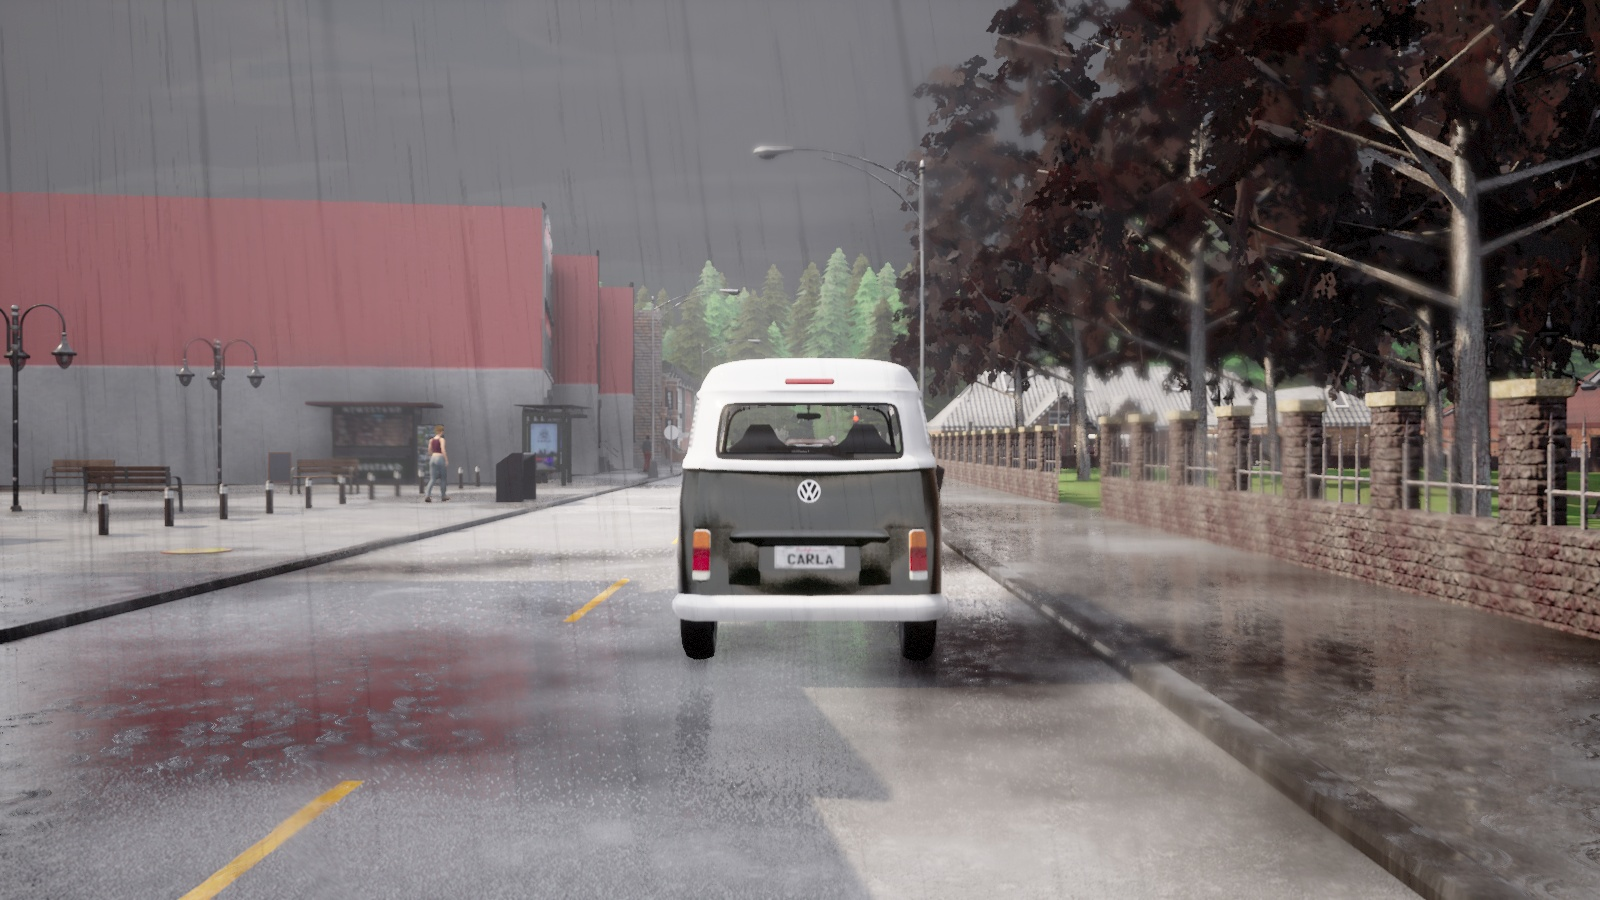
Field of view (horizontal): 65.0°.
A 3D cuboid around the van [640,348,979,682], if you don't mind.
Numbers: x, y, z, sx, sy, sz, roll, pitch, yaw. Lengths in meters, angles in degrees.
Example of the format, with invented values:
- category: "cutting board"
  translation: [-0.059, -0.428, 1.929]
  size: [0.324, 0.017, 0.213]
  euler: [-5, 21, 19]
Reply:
- category: "van"
  translation: [0.072, 0.416, 9.912]
  size: [2.069, 2.038, 4.480]
  euler: [0, -1, 0]

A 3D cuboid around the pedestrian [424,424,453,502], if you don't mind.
- category: "pedestrian"
  translation: [-8.584, 0.306, 29.810]
  size: [0.345, 1.836, 0.594]
  euler: [0, 0, 24]

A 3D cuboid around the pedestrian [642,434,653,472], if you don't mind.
- category: "pedestrian"
  translation: [-7.473, 0.151, 61.456]
  size: [0.353, 1.847, 0.614]
  euler: [0, 0, 10]

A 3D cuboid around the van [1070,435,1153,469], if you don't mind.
- category: "van"
  translation: [18.769, 0.122, 75.798]
  size: [4.480, 2.038, 2.069]
  euler: [0, 0, -1]
